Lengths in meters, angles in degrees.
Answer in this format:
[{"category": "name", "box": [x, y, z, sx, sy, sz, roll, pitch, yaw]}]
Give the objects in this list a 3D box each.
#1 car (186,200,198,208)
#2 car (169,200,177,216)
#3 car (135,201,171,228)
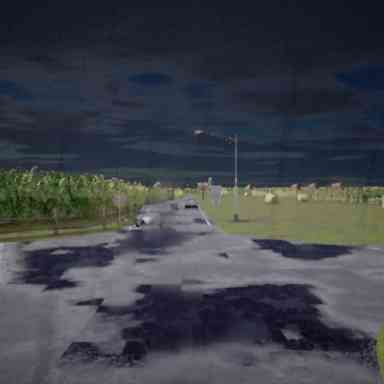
[{"category": "car", "box": [-0.056, 1.991, 55.889, 1.994, 1.385, 4.181, 0, 0, 0]}, {"category": "car", "box": [-2.937, 1.855, 36.009, 1.994, 1.385, 4.181, 0, -1, 0]}, {"category": "car", "box": [-2.904, 1.692, 24.187, 2.128, 1.511, 4.902, 0, 0, 0]}]
